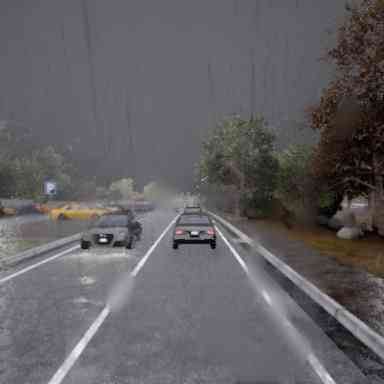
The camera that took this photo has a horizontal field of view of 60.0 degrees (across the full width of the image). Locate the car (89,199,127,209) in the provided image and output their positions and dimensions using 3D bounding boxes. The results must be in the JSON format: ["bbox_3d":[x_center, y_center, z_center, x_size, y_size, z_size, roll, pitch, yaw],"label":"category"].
[{"bbox_3d":[-10.368,1.956,38.653,4.553,1.767,2.185,0,-2,0],"label":"car"}]

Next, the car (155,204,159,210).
[{"bbox_3d":[-10.352,2.925,69.156,5.566,2.045,2.435,0,-3,0],"label":"car"}]

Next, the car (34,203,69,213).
[{"bbox_3d":[-23.403,2.677,55.477,4.892,1.521,2.231,0,-2,0],"label":"car"}]

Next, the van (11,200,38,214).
[{"bbox_3d":[-23.530,2.057,44.411,4.442,1.987,1.878,0,-2,0],"label":"van"}]

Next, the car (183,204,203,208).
[{"bbox_3d":[0.095,2.001,35.365,2.128,1.511,4.902,0,-2,0],"label":"car"}]

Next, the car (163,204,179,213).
[{"bbox_3d":[-3.316,2.740,56.551,1.837,1.490,4.892,0,-2,0],"label":"car"}]

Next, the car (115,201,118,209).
[{"bbox_3d":[-10.344,1.908,33.102,4.892,1.521,2.231,0,-2,0],"label":"car"}]

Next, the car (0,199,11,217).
[{"bbox_3d":[-23.445,1.745,36.109,5.566,2.045,2.435,0,-2,0],"label":"car"}]

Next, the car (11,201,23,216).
[{"bbox_3d":[-23.231,2.085,38.868,5.366,1.575,1.946,0,-2,0],"label":"car"}]

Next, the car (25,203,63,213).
[{"bbox_3d":[-23.405,2.578,52.708,5.008,1.535,2.097,0,-2,0],"label":"car"}]

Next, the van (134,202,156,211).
[{"bbox_3d":[-10.206,3.094,71.927,4.442,1.987,1.878,0,-3,0],"label":"van"}]

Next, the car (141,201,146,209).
[{"bbox_3d":[-10.336,2.571,52.517,5.008,1.535,2.097,0,-2,0],"label":"car"}]

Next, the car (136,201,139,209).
[{"bbox_3d":[-10.335,2.414,46.966,4.674,1.452,2.002,0,-2,0],"label":"car"}]

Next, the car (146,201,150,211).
[{"bbox_3d":[-10.298,2.797,58.063,4.792,1.488,2.163,0,-2,0],"label":"car"}]

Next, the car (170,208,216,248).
[{"bbox_3d":[0.098,1.642,15.200,2.033,1.411,5.357,0,-1,0],"label":"car"}]

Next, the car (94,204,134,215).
[{"bbox_3d":[-10.363,2.305,44.193,4.792,1.488,2.163,0,-2,0],"label":"car"}]

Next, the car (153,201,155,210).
[{"bbox_3d":[-10.354,3.093,66.394,4.792,1.488,2.163,0,-2,0],"label":"car"}]

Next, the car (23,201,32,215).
[{"bbox_3d":[-23.408,2.186,41.633,4.892,1.521,2.231,0,-2,0],"label":"car"}]

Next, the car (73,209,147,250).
[{"bbox_3d":[-3.351,1.650,14.534,1.994,1.385,4.181,0,-1,0],"label":"car"}]

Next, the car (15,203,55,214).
[{"bbox_3d":[-23.406,2.475,49.814,5.008,1.535,2.097,0,-2,0],"label":"car"}]

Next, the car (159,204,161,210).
[{"bbox_3d":[-10.315,3.605,77.460,5.008,1.535,2.097,0,-3,0],"label":"car"}]

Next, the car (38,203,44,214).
[{"bbox_3d":[-23.381,2.256,47.175,4.553,1.767,2.185,0,-2,0],"label":"car"}]

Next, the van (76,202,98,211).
[{"bbox_3d":[-23.518,3.238,74.718,4.442,1.987,1.878,0,-3,0],"label":"van"}]

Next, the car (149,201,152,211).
[{"bbox_3d":[-10.330,2.906,60.838,4.674,1.452,2.002,0,-2,0],"label":"car"}]

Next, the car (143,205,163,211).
[{"bbox_3d":[-10.310,4.179,88.550,4.892,1.521,2.231,0,-3,0],"label":"car"}]

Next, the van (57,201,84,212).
[{"bbox_3d":[-23.289,2.745,63.789,4.442,1.987,1.878,0,-2,0],"label":"van"}]

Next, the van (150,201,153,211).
[{"bbox_3d":[-10.210,2.739,63.622,4.442,1.987,1.878,0,-2,0],"label":"van"}]

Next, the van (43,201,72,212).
[{"bbox_3d":[-23.525,2.549,58.253,4.442,1.987,1.878,0,-2,0],"label":"van"}]

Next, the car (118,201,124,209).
[{"bbox_3d":[-10.344,1.990,35.873,5.008,1.535,2.097,0,-2,0],"label":"car"}]

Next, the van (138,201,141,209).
[{"bbox_3d":[-10.448,2.247,49.750,4.442,1.987,1.878,0,-2,0],"label":"van"}]

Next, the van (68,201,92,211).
[{"bbox_3d":[-23.287,2.952,69.177,4.442,1.987,1.878,0,-2,0],"label":"van"}]

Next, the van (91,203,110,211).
[{"bbox_3d":[-23.514,3.809,85.784,4.442,1.987,1.878,0,-3,0],"label":"van"}]

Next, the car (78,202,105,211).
[{"bbox_3d":[-23.372,3.355,77.486,5.566,2.045,2.435,0,-3,0],"label":"car"}]

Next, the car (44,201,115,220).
[{"bbox_3d":[-10.154,1.830,30.335,5.366,1.575,1.946,0,-2,0],"label":"car"}]

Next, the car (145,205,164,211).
[{"bbox_3d":[-10.321,4.322,91.323,4.892,1.521,2.231,0,-3,0],"label":"car"}]

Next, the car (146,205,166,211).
[{"bbox_3d":[-10.128,4.461,94.095,5.366,1.575,1.946,0,-3,0],"label":"car"}]

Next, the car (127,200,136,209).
[{"bbox_3d":[-10.307,1.926,41.428,5.566,2.045,2.435,0,-2,0],"label":"car"}]

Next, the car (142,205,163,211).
[{"bbox_3d":[-10.132,4.032,85.778,5.366,1.575,1.946,0,-3,0],"label":"car"}]
